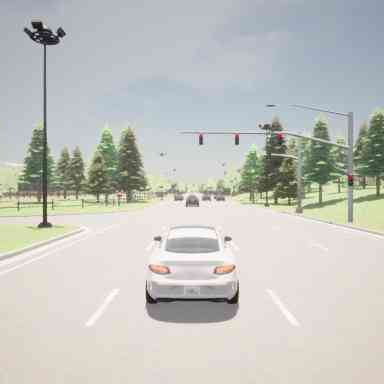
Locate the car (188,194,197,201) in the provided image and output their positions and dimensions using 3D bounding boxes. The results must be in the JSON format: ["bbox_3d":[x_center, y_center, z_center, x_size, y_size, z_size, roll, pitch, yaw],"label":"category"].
[{"bbox_3d":[0.111,1.348,82.925,2.097,1.767,4.553,0,0,0],"label":"car"}]

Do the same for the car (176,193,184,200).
[{"bbox_3d":[-3.375,1.188,92.933,2.097,1.767,4.553,0,0,0],"label":"car"}]

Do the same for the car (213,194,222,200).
[{"bbox_3d":[7.125,1.385,92.949,1.994,1.385,4.181,0,0,0],"label":"car"}]

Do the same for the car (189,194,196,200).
[{"bbox_3d":[0.125,1.332,92.959,1.837,1.490,4.892,0,0,0],"label":"car"}]

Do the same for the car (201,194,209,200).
[{"bbox_3d":[3.625,1.372,92.954,2.033,1.411,5.357,0,0,0],"label":"car"}]

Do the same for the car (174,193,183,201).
[{"bbox_3d":[-3.389,1.544,82.927,1.994,1.385,4.181,0,0,0],"label":"car"}]

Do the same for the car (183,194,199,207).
[{"bbox_3d":[0.070,1.352,51.896,2.097,1.767,4.553,0,0,0],"label":"car"}]

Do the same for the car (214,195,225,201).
[{"bbox_3d":[7.111,1.517,82.529,2.128,1.511,4.902,0,0,0],"label":"car"}]

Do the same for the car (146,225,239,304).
[{"bbox_3d":[0.017,1.526,8.022,1.812,1.442,4.674,0,0,0],"label":"car"}]

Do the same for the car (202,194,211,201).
[{"bbox_3d":[3.611,1.348,82.921,2.097,1.767,4.553,0,0,0],"label":"car"}]
